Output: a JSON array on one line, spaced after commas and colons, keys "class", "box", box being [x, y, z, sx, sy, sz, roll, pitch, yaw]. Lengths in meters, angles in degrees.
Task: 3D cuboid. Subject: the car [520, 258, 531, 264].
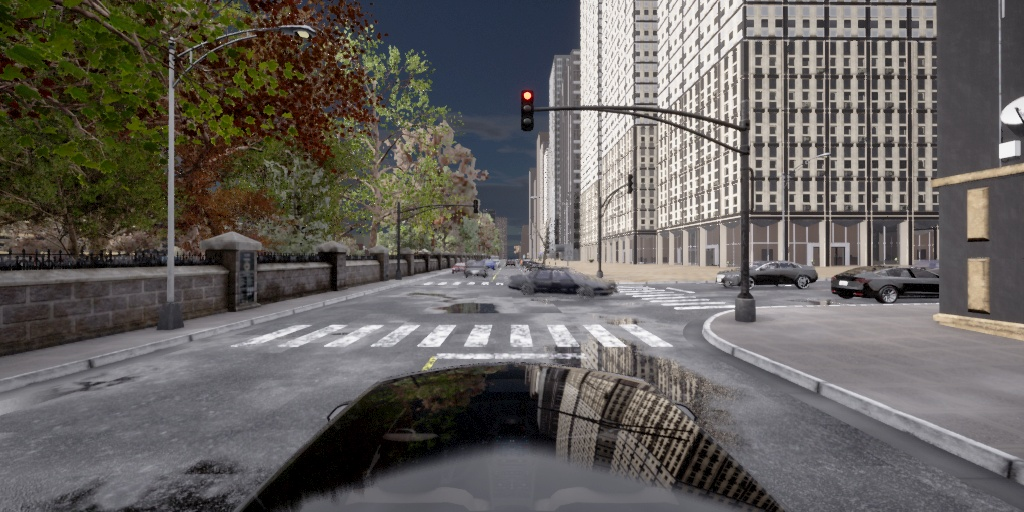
[{"class": "car", "box": [2.454, 1.339, 47.374, 1.948, 1.339, 4.313, 0, 0, 0]}]

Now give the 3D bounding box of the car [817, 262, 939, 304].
[{"class": "car", "box": [14.627, 1.026, 13.590, 4.313, 1.339, 1.948, 0, 0, -1]}]

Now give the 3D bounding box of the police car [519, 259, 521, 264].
[{"class": "police car", "box": [2.809, 1.218, 64.533, 1.930, 1.638, 5.238, 0, 0, 0]}]

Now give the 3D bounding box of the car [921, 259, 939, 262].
[{"class": "car", "box": [23.470, 0.882, 19.479, 5.357, 1.411, 2.033, -1, 0, -1]}]

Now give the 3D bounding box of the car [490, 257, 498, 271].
[{"class": "car", "box": [-3.347, 1.255, 50.741, 1.882, 1.535, 5.008, 0, 0, 0]}]

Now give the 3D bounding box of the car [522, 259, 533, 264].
[{"class": "car", "box": [2.483, 1.335, 41.741, 1.948, 1.339, 4.313, 0, 0, 0]}]

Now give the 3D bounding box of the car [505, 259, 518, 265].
[{"class": "car", "box": [-0.228, 1.299, 65.141, 1.837, 1.490, 4.892, 0, 0, 0]}]

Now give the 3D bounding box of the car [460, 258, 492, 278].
[{"class": "car", "box": [-3.263, 1.255, 33.431, 2.128, 1.511, 4.902, 0, 0, 0]}]

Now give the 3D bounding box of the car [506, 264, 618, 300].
[{"class": "car", "box": [2.363, 1.298, 17.731, 5.357, 1.411, 2.033, 0, 0, 31]}]

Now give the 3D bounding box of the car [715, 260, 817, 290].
[{"class": "car", "box": [13.651, 0.993, 19.384, 4.902, 1.511, 2.128, -1, 0, 0]}]

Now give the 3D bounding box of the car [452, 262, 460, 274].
[{"class": "car", "box": [-5.897, 1.351, 41.697, 1.802, 1.307, 4.207, 0, 0, 0]}]

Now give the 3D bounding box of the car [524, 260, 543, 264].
[{"class": "car", "box": [2.513, 1.331, 36.109, 1.948, 1.339, 4.313, 0, 0, 0]}]
